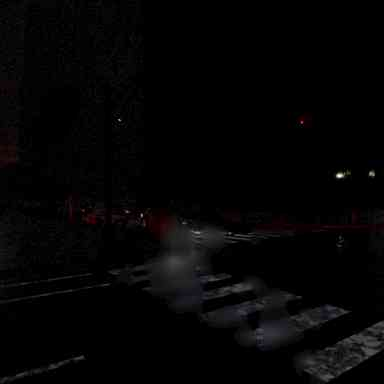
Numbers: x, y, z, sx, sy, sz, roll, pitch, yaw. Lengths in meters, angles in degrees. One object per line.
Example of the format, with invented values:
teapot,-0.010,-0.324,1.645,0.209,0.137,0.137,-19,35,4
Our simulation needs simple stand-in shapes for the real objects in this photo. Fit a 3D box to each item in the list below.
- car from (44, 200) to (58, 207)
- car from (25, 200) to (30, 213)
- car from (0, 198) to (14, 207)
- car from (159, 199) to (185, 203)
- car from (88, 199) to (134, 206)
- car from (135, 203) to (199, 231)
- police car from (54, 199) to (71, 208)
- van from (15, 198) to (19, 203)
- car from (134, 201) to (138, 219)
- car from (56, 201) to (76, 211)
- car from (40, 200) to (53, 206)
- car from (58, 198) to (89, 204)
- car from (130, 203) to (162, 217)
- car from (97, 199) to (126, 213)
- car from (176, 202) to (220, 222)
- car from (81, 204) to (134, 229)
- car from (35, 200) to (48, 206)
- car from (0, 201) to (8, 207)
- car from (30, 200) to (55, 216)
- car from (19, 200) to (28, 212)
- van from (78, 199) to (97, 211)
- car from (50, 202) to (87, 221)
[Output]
car,-31.735,2.596,74.929,1.947,1.339,4.313,-1,0,-35
car,-20.526,2.196,44.434,1.887,1.381,4.507,-1,0,-35
car,-41.294,2.667,73.662,1.887,1.381,4.507,-1,0,-35
car,-2.366,1.669,33.601,2.192,1.841,5.009,-1,0,-35
car,-7.605,1.742,30.866,2.097,1.767,4.553,0,-1,-35
car,-1.850,1.759,22.803,1.837,1.490,4.892,0,-1,-35
police car,-25.460,2.308,65.428,1.930,1.638,5.238,0,-1,-35
van,-26.190,2.123,52.399,1.690,1.788,3.998,-1,0,-35
car,-5.657,1.956,33.646,1.994,1.385,4.181,0,-1,-35
car,-20.868,2.252,55.054,1.837,1.490,4.892,0,0,-35
car,-34.749,2.661,79.170,1.947,1.339,4.313,-1,0,-35
car,-13.760,1.756,39.544,2.150,2.045,5.566,0,-1,-35
car,-5.302,2.005,37.751,1.802,1.307,4.206,-1,0,-35
car,-11.191,1.876,46.051,2.192,1.841,5.009,-1,0,-35
car,0.581,1.830,29.450,1.887,1.381,4.507,-1,0,-35
car,-6.279,1.844,24.381,1.752,1.417,4.829,-1,0,-35
car,-37.762,2.711,83.411,2.008,1.369,4.403,-1,0,-35
car,-44.407,2.771,78.045,1.802,1.307,4.206,-1,0,-35
car,-17.701,1.901,40.451,2.192,1.841,5.009,-1,0,-35
car,-23.358,2.157,48.416,1.967,1.590,4.097,-1,0,-35
van,-17.074,2.038,54.352,1.690,1.788,3.998,-1,0,-35
car,-12.036,2.005,32.485,2.008,1.369,4.403,-1,0,-35
